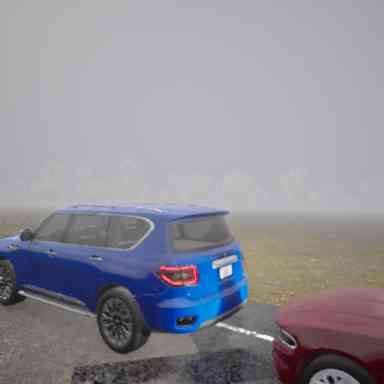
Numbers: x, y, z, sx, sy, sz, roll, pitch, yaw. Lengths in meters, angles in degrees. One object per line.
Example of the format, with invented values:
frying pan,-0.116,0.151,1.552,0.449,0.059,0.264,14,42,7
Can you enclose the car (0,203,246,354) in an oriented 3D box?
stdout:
car,-1.678,1.236,6.384,5.566,2.045,2.150,0,0,36

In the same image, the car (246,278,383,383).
car,3.191,1.502,2.861,5.008,1.535,1.882,0,0,36
